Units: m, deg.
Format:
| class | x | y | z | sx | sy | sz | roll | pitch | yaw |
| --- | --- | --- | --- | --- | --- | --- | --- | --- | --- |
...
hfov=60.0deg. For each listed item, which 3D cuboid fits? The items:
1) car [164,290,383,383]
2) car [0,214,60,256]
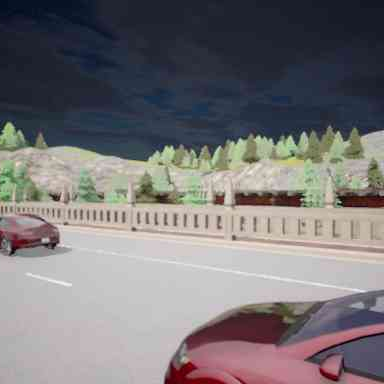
| class | x | y | z | sx | sy | sz | roll | pitch | yaw |
| --- | --- | --- | --- | --- | --- | --- | --- | --- | --- |
| car | 1.782 | 1.564 | 2.721 | 4.181 | 1.385 | 1.994 | 0 | 0 | 36 |
| car | -7.198 | 1.606 | 13.441 | 4.674 | 1.442 | 1.812 | 0 | 0 | 36 |
